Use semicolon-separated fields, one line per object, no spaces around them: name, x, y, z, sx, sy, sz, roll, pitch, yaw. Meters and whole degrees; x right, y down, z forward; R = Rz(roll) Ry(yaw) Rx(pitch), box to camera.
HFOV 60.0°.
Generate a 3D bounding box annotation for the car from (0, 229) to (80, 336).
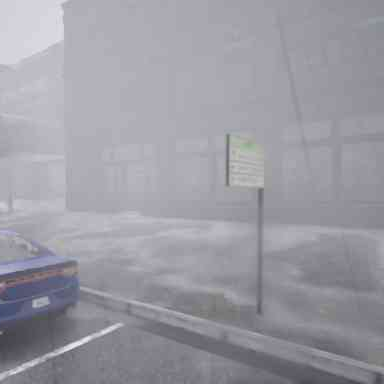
car;-4.229;1.433;6.212;5.008;1.535;2.097;0;0;34
